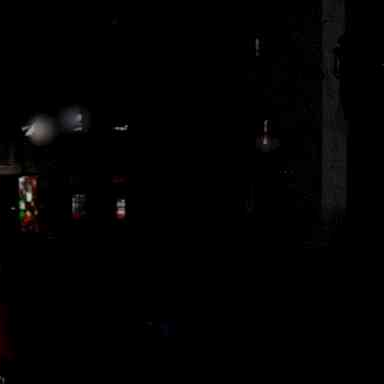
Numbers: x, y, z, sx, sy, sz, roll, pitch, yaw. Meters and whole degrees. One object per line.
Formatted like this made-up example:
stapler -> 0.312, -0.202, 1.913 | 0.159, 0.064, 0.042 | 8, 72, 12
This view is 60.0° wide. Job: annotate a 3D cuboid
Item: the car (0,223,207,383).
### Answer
car -> -2.156, 1.355, 4.399 | 5.009, 1.841, 2.192 | -1, 0, 36
